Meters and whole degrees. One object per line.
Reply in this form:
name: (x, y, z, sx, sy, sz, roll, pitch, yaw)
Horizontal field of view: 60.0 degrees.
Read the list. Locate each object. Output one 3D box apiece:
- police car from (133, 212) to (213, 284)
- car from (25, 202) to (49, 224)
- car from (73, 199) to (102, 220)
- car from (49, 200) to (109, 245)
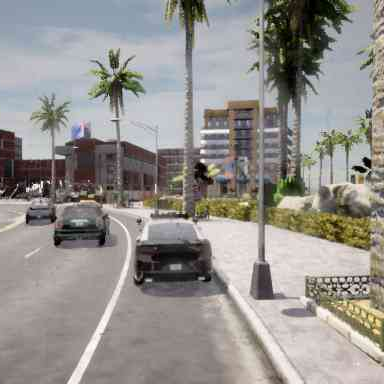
police car: (-0.678, 1.424, 9.770, 1.930, 1.638, 5.238, 0, 0, -7)
car: (-11.312, 1.483, 25.061, 2.128, 1.511, 4.902, 0, 0, -20)
car: (-9.408, 1.470, 29.689, 1.882, 1.535, 5.008, 0, 0, -23)
car: (-5.055, 1.348, 15.713, 2.097, 1.767, 4.553, 0, 0, -12)
